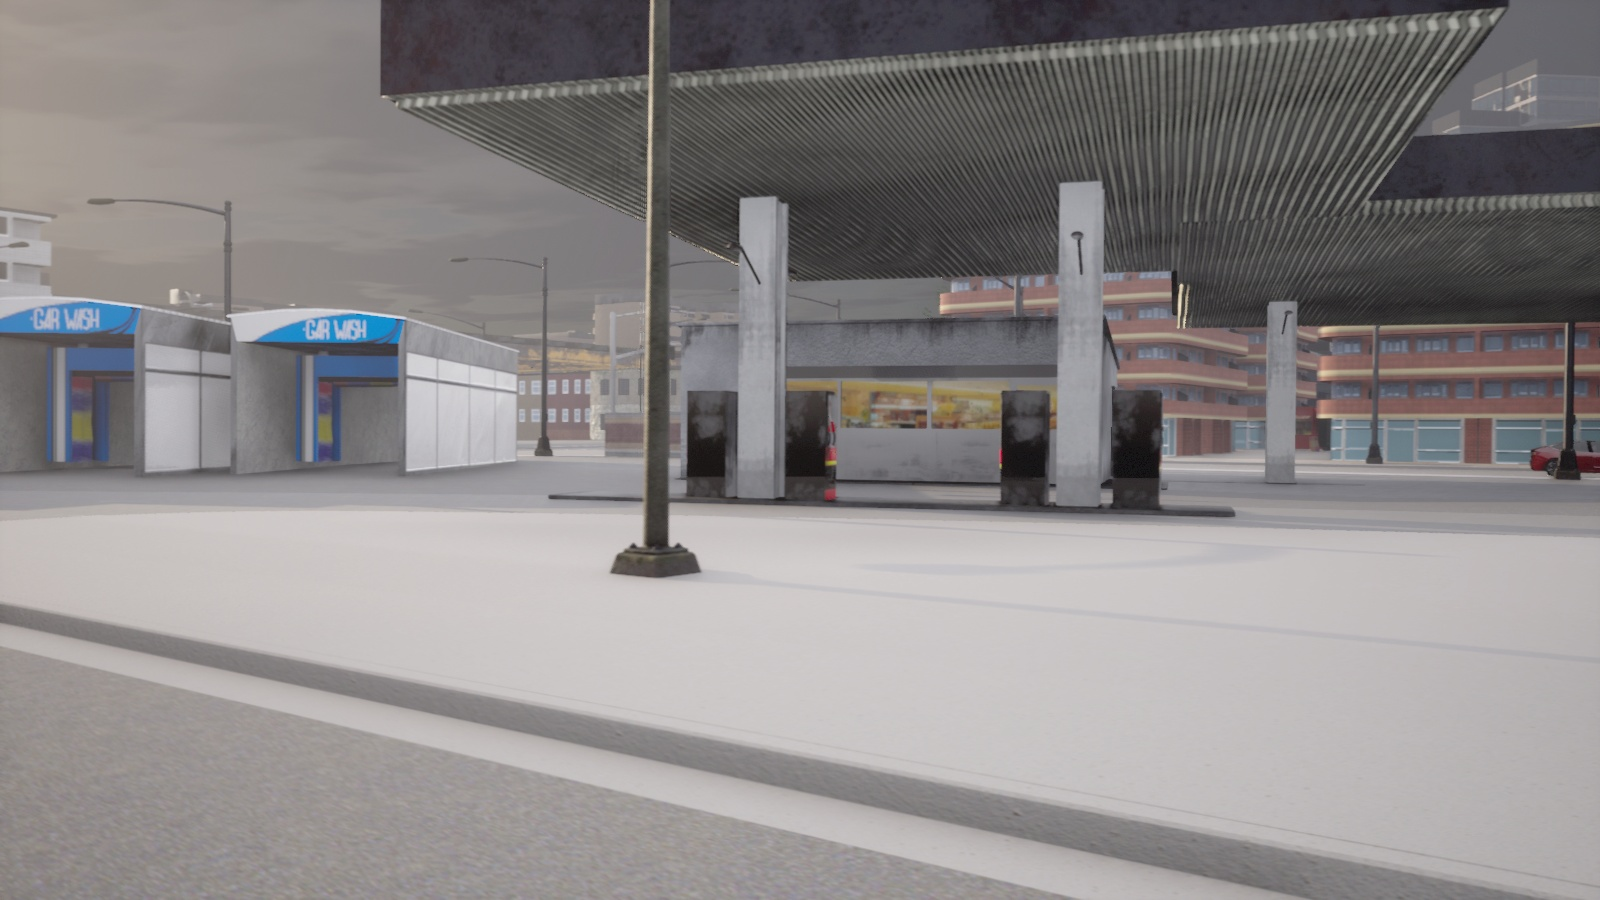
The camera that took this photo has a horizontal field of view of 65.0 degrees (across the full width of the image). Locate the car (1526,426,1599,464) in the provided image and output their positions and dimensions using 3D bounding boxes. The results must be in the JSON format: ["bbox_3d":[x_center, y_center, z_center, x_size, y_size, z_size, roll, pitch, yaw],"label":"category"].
[{"bbox_3d":[31.501,-0.214,49.569,4.792,1.488,2.163,0,1,34],"label":"car"}]
